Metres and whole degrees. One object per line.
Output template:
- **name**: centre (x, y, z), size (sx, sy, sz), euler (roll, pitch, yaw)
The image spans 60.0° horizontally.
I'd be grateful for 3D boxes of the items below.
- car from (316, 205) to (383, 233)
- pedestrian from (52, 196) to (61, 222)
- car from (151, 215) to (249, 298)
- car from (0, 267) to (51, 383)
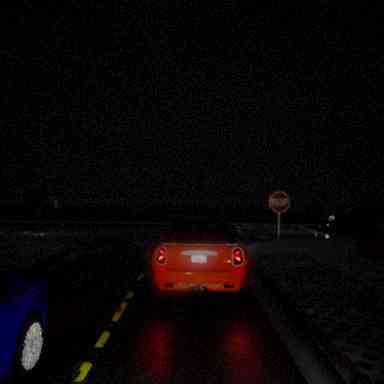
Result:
- **car**: centre (10.329, 1.625, 21.023), size (4.553, 1.767, 2.097), euler (1, -1, 0)
- **pedestrian**: centre (-9.709, 1.198, 23.800), size (0.375, 1.860, 0.375), euler (0, -1, 0)
- **car**: centre (0.285, 1.402, 8.903), size (2.097, 1.767, 4.553), euler (0, 0, 4)
- **car**: centre (-2.917, 1.493, 2.736), size (1.882, 1.535, 5.008), euler (0, 0, -1)
